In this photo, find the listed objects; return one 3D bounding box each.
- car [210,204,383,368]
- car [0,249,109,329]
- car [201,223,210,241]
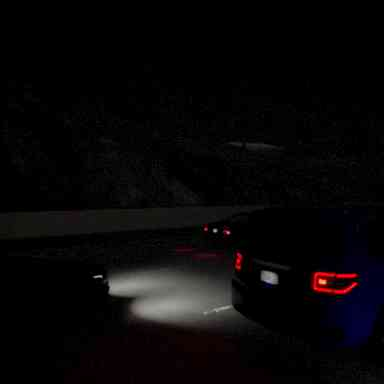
[{"bbox_3d":[3.205,1.231,5.989,5.566,2.045,2.150,0,0,-36],"label":"car"},{"bbox_3d":[-3.678,1.518,5.294,4.674,1.442,1.812,0,0,-36],"label":"car"},{"bbox_3d":[2.954,1.560,14.369,5.357,1.411,2.033,0,0,-35],"label":"car"}]
